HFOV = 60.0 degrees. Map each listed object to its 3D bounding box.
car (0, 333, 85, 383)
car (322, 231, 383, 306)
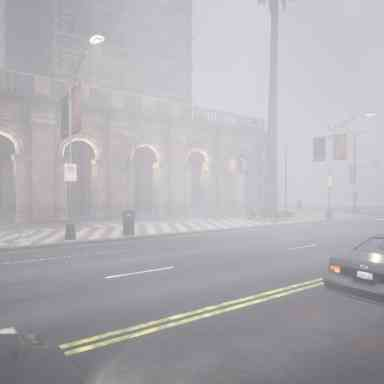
[{"bbox_3d":[-3.179,1.547,1.473,5.357,1.411,2.033,0,0,-36],"label":"car"},{"bbox_3d":[5.156,1.547,7.451,5.357,1.411,2.033,0,0,-35],"label":"car"}]
